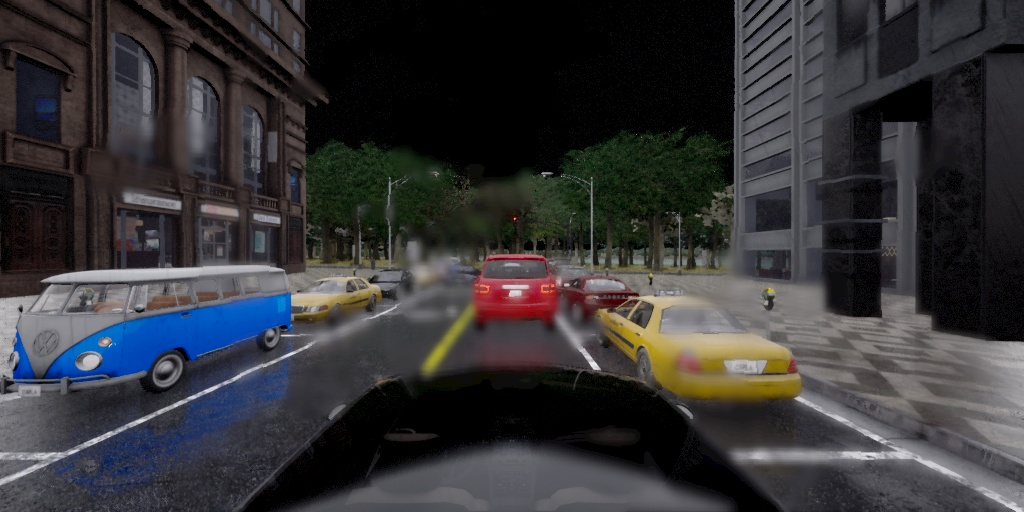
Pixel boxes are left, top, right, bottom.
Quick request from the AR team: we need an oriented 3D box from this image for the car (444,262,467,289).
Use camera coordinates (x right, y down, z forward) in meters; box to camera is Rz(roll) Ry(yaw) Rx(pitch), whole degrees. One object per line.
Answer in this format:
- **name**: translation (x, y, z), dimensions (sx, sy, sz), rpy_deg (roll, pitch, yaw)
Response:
- **car**: translation (-3.065, 1.316, 23.246), dimensions (1.994, 1.385, 4.181), rpy_deg (0, 0, 0)

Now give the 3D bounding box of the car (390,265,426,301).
- **car**: translation (-5.762, 1.317, 17.258), dimensions (1.948, 1.339, 4.313), rpy_deg (0, 0, 0)

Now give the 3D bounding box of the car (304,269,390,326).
- **car**: translation (-5.762, 1.276, 11.651), dimensions (1.751, 1.417, 4.829), rpy_deg (0, 0, 0)

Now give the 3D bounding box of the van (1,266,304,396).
- **van**: translation (-5.763, 1.091, 6.383), dimensions (1.690, 1.789, 3.998), rpy_deg (0, 0, 0)

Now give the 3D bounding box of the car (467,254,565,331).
- **car**: translation (0.104, 0.972, 11.077), dimensions (2.150, 2.045, 5.566), rpy_deg (0, 0, 0)

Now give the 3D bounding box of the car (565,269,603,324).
- **car**: translation (2.763, 1.295, 11.819), dimensions (1.888, 1.381, 4.507), rpy_deg (0, 0, 0)

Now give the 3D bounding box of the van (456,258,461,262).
- **van**: translation (-5.760, 1.096, 33.570), dimensions (1.690, 1.789, 3.998), rpy_deg (0, 0, 0)

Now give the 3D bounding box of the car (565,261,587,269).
- **car**: translation (2.764, 1.191, 17.257), dimensions (1.967, 1.591, 4.097), rpy_deg (0, 0, 0)

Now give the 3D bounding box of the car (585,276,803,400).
- **car**: translation (2.763, 1.275, 6.552), dimensions (1.751, 1.417, 4.829), rpy_deg (0, 0, 0)

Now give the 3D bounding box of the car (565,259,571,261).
- **car**: translation (2.764, 1.067, 22.694), dimensions (2.192, 1.841, 5.009), rpy_deg (0, 0, 0)

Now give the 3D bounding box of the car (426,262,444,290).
- **car**: translation (-5.761, 1.277, 22.525), dimensions (1.751, 1.417, 4.829), rpy_deg (0, 0, 0)

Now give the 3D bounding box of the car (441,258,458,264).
- **car**: translation (-5.760, 1.193, 28.133), dimensions (1.967, 1.591, 4.097), rpy_deg (0, 0, 0)
